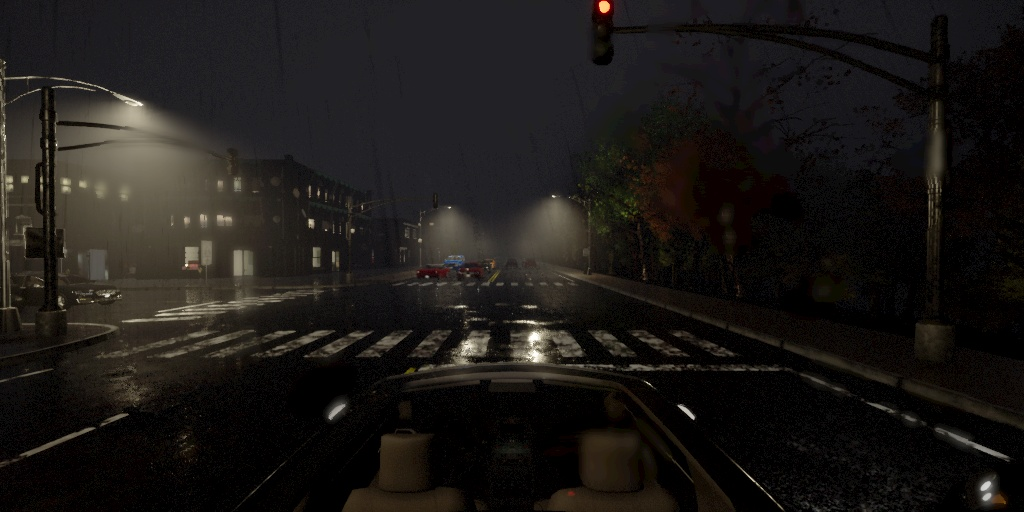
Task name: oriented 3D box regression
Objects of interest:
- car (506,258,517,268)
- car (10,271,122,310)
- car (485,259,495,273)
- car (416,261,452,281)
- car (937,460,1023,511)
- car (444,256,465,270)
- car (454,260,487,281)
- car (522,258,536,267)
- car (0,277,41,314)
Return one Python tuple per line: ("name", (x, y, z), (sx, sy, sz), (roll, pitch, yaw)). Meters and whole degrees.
("car", (-0.029, 1.205, 62.034), (1.882, 1.535, 5.008), (0, 0, 0))
("car", (-19.619, 1.472, 15.223), (4.892, 1.490, 1.837), (-1, 1, 0))
("car", (-3.420, 1.242, 42.544), (1.837, 1.490, 4.892), (0, 0, 0))
("car", (-6.672, 1.342, 30.473), (1.895, 1.301, 4.718), (0, 0, 1))
("car", (3.355, 1.314, 0.201), (1.994, 1.385, 4.181), (0, 0, 0))
("car", (-6.671, 0.959, 42.350), (2.150, 2.045, 5.566), (0, 0, 0))
("car", (-3.404, 1.267, 30.025), (1.812, 1.442, 4.674), (0, 0, 0))
("car", (3.220, 1.204, 63.208), (1.882, 1.535, 5.008), (0, 0, 0))
("car", (-19.970, 1.565, 12.517), (4.313, 1.339, 1.948), (0, 0, 0))
